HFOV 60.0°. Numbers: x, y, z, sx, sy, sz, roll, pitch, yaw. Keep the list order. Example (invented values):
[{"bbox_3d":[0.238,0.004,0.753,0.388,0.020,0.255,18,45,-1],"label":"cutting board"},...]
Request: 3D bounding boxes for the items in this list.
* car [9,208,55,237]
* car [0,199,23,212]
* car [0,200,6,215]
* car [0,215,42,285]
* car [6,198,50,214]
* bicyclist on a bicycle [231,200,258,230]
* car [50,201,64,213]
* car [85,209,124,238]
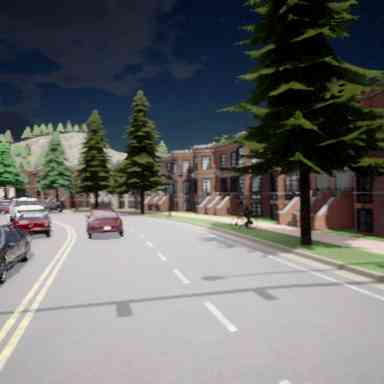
[{"bbox_3d":[-9.049,1.821,19.053,1.895,1.301,4.718,-1,0,-22],"label":"car"},{"bbox_3d":[-27.094,1.992,48.565,4.553,1.767,2.097,-1,0,27],"label":"car"},{"bbox_3d":[-23.835,2.128,42.698,4.181,1.385,1.994,-1,0,34],"label":"car"},{"bbox_3d":[-6.131,1.690,9.915,2.033,1.411,5.357,-1,0,-16],"label":"car"},{"bbox_3d":[-14.171,1.563,28.536,2.150,2.045,5.566,-1,0,-36],"label":"car"},{"bbox_3d":[2.914,1.285,18.547,1.656,1.620,0.582,-1,0,-16],"label":"bicyclist on a bicycle"},{"bbox_3d":[-18.601,1.965,43.267,4.892,1.490,1.837,-1,0,39],"label":"car"},{"bbox_3d":[-5.003,1.665,18.811,1.812,1.442,4.674,-1,0,-19],"label":"car"}]
